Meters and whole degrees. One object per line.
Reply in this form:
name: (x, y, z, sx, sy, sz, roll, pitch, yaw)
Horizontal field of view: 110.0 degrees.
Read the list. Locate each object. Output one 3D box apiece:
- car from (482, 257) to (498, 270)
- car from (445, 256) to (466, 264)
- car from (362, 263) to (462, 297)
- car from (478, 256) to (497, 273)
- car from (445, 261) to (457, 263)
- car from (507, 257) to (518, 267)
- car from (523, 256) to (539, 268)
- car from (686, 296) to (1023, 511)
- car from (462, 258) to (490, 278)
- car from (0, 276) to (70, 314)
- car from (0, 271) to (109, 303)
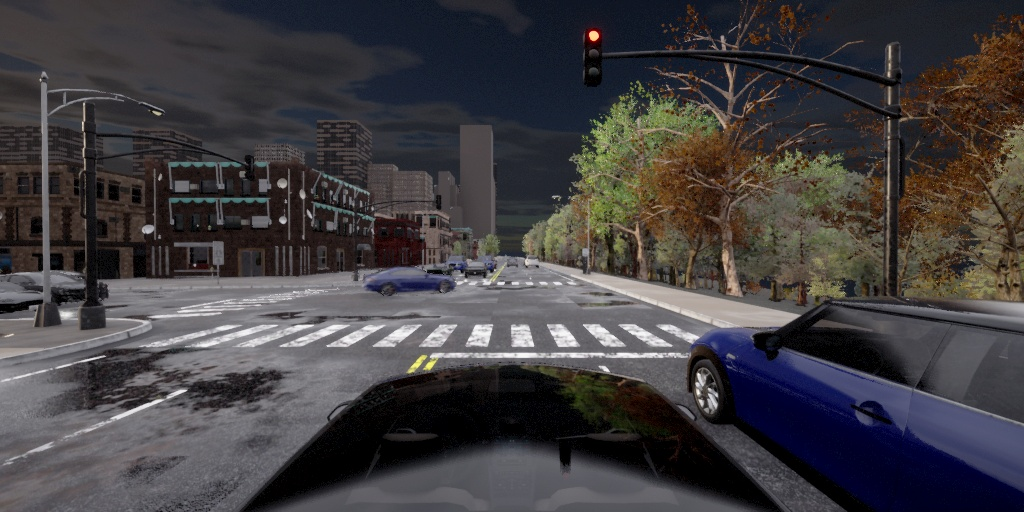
car: (-3.321, 1.083, 54.318, 2.097, 1.767, 4.553, 0, 0, 0)
car: (-6.574, 0.958, 42.544, 2.150, 2.045, 5.566, 0, 0, 0)
car: (-5.275, 1.270, 18.640, 4.674, 1.442, 1.812, 0, 0, -29)
car: (-3.333, 0.957, 44.047, 2.150, 2.045, 5.566, 0, 0, 0)
car: (-6.594, 1.341, 32.785, 1.895, 1.301, 4.718, 0, 0, 0)
car: (0.110, 1.274, 63.730, 2.033, 1.411, 5.357, 0, 0, 0)
car: (3.362, 0.952, 61.364, 2.150, 2.045, 5.566, 0, 0, 0)
car: (3.351, 1.102, 2.900, 2.097, 1.767, 4.553, 0, 0, 0)
car: (-3.340, 1.217, 34.015, 1.882, 1.535, 5.008, 0, 0, -2)
car: (-19.944, 1.564, 13.361, 4.313, 1.339, 1.948, 0, 0, 0)
car: (-21.188, 1.463, 16.066, 5.008, 1.535, 1.882, -1, 1, 0)
